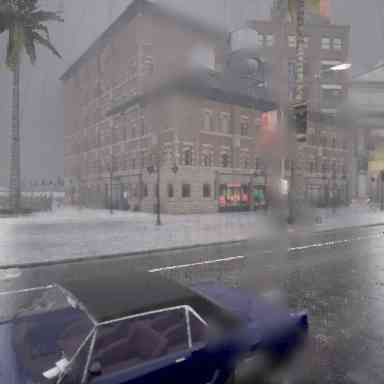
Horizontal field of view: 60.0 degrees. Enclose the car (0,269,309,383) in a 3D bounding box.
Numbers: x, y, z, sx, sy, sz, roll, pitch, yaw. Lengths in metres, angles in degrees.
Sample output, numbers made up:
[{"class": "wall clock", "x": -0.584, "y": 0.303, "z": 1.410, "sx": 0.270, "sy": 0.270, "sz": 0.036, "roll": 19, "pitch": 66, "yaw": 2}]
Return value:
[{"class": "car", "x": -1.037, "y": 1.601, "z": 3.254, "sx": 4.718, "sy": 1.301, "sz": 1.895, "roll": 0, "pitch": 0, "yaw": -35}]
